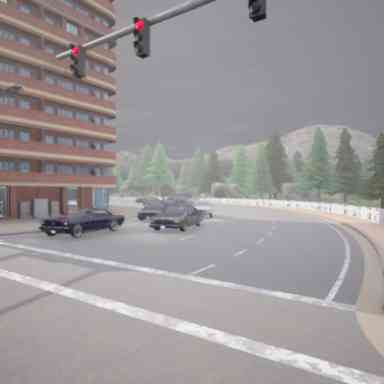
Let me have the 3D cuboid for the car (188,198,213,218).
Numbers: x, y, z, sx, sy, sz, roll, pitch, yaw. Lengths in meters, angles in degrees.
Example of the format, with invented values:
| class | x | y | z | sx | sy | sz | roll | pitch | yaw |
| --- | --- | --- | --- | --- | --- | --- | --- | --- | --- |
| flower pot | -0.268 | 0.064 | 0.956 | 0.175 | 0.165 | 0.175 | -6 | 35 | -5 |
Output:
| class | x | y | z | sx | sy | sz | roll | pitch | yaw |
| --- | --- | --- | --- | --- | --- | --- | --- | --- | --- |
| car | 0.869 | 1.470 | 29.752 | 1.812 | 1.442 | 4.674 | 0 | 0 | 3 |

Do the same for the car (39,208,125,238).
| class | x | y | z | sx | sy | sz | roll | pitch | yaw |
| --- | --- | --- | --- | --- | --- | --- | --- | --- | --- |
| car | -5.664 | 1.552 | 17.637 | 1.895 | 1.301 | 4.718 | 0 | 0 | 23 |

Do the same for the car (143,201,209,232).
| class | x | y | z | sx | sy | sz | roll | pitch | yaw |
| --- | --- | --- | --- | --- | --- | --- | --- | --- | --- |
| car | -0.775 | 1.495 | 20.311 | 2.033 | 1.411 | 5.357 | 0 | 0 | 17 |

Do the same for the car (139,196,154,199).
| class | x | y | z | sx | sy | sz | roll | pitch | yaw |
| --- | --- | --- | --- | --- | --- | --- | --- | --- | --- |
| car | -5.587 | 1.505 | 46.600 | 1.994 | 1.385 | 4.181 | 0 | 0 | -24 |

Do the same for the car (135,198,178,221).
| class | x | y | z | sx | sy | sz | roll | pitch | yaw |
| --- | --- | --- | --- | --- | --- | --- | --- | --- | --- |
| car | -2.849 | 1.494 | 26.866 | 2.033 | 1.411 | 5.357 | 0 | 0 | 8 |

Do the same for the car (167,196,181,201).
| class | x | y | z | sx | sy | sz | roll | pitch | yaw |
| --- | --- | --- | --- | --- | --- | --- | --- | --- | --- |
| car | -2.747 | 1.491 | 36.940 | 2.033 | 1.411 | 5.357 | 0 | 0 | -7 |

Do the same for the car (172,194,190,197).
| class | x | y | z | sx | sy | sz | roll | pitch | yaw |
| --- | --- | --- | --- | --- | --- | --- | --- | --- | --- |
| car | -2.066 | 1.442 | 54.766 | 1.837 | 1.490 | 4.892 | 0 | 0 | -32 |

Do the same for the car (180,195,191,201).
| class | x | y | z | sx | sy | sz | roll | pitch | yaw |
| --- | --- | --- | --- | --- | --- | --- | --- | --- | --- |
| car | 0.127 | 1.467 | 39.945 | 1.812 | 1.442 | 4.674 | 0 | 0 | -13 |
